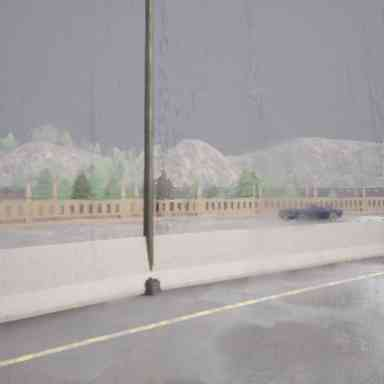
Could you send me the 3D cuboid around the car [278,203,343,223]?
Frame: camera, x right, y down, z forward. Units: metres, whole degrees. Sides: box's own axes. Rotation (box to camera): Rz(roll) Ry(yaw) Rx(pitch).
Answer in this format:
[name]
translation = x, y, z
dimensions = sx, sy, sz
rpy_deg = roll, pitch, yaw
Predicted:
[car]
translation = 8.673, 1.507, 24.425
dimensions = 4.718, 1.301, 1.895
rpy_deg = 0, 0, -24
